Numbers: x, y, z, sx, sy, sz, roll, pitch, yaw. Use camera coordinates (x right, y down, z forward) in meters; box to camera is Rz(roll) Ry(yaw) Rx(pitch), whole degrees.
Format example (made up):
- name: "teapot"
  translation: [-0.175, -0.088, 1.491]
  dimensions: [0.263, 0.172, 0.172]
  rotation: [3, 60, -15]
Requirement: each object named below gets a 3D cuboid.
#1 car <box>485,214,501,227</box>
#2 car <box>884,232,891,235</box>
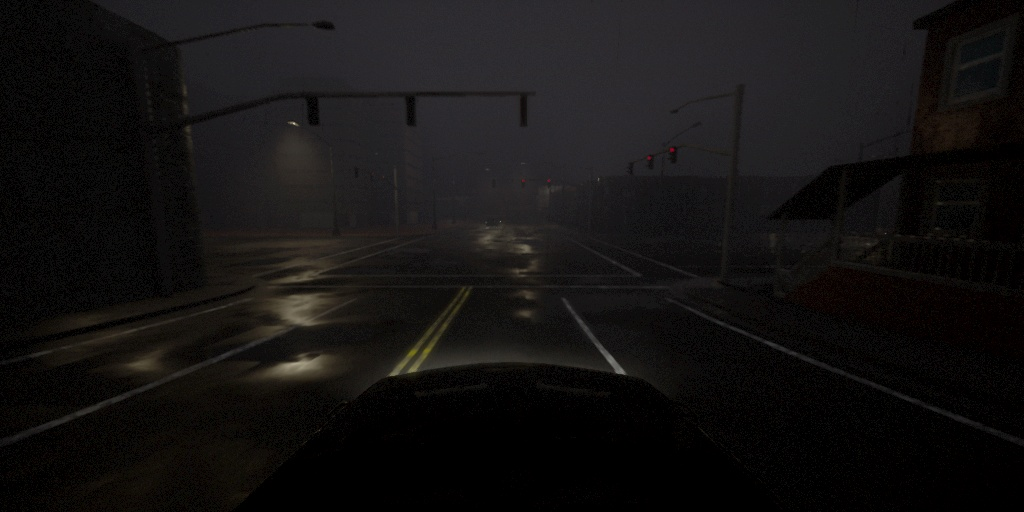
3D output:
- name: "car"
  translation: [-3.513, -5.921, 62.068]
  dimensions: [2.097, 1.767, 4.553]
  rotation: [0, 7, 0]
- name: "car"
  translation: [39.459, -2.108, 35.108]
  dimensions: [4.718, 1.301, 1.895]
  rotation: [0, 8, 1]
